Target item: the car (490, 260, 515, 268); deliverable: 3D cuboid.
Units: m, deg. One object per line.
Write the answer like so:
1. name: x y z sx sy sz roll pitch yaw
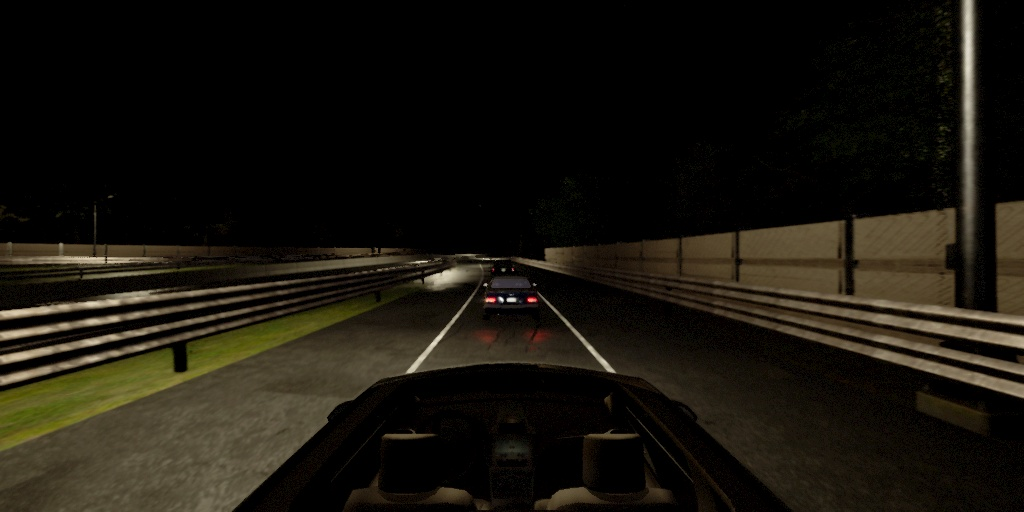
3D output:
1. car: -0.814 1.163 30.912 2.097 1.767 4.553 0 0 -3

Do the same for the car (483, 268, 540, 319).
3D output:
1. car: -0.066 1.333 12.928 2.033 1.411 5.357 0 0 -1
